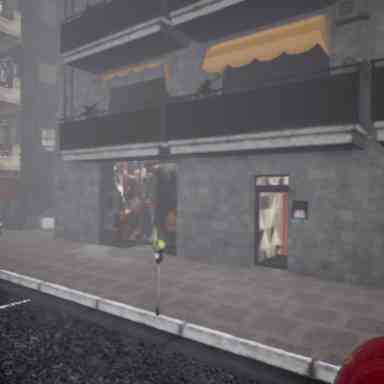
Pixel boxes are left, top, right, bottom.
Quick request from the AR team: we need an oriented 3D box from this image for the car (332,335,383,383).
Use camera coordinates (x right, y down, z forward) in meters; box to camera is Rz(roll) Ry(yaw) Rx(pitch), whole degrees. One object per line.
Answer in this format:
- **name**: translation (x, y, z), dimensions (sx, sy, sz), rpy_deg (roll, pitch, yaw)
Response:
- **car**: translation (2.899, 1.323, 0.791), dimensions (5.009, 1.841, 2.192), rpy_deg (0, 1, 35)
